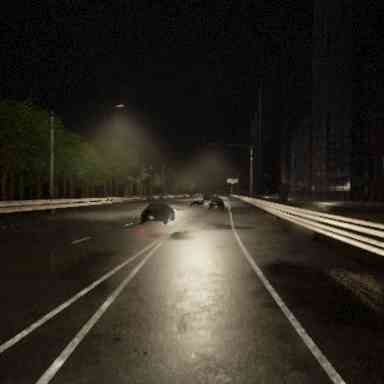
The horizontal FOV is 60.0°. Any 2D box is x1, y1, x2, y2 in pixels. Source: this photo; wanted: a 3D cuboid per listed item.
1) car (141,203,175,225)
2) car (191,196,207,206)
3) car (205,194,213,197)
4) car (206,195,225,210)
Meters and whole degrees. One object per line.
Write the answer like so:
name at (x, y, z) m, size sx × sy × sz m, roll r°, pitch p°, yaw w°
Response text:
car at (-2.408, 1.523, 24.061) m, size 1.812 × 1.442 × 4.674 m, roll 1°, pitch 0°, yaw 6°
car at (0.933, 1.650, 55.913) m, size 1.895 × 1.301 × 4.718 m, roll 1°, pitch 0°, yaw 6°
car at (3.573, 1.618, 81.777) m, size 1.837 × 1.490 × 4.892 m, roll 1°, pitch 0°, yaw 6°
car at (3.261, 1.566, 43.679) m, size 1.837 × 1.490 × 4.892 m, roll 0°, pitch 0°, yaw 6°
